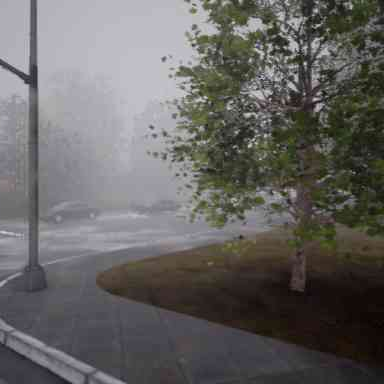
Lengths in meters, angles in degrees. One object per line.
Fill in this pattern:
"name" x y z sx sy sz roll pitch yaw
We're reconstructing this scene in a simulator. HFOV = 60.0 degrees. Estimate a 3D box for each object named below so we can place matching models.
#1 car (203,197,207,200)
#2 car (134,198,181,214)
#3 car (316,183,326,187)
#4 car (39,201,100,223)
"car" 2.739 0.955 41.451 1.994 1.385 4.181 0 3 38
"car" -3.361 1.321 33.528 2.033 1.411 5.357 0 2 37
"car" 21.463 -0.464 54.401 2.150 2.045 5.566 0 3 34
"car" -9.417 1.493 25.641 1.837 1.490 4.892 0 1 38
